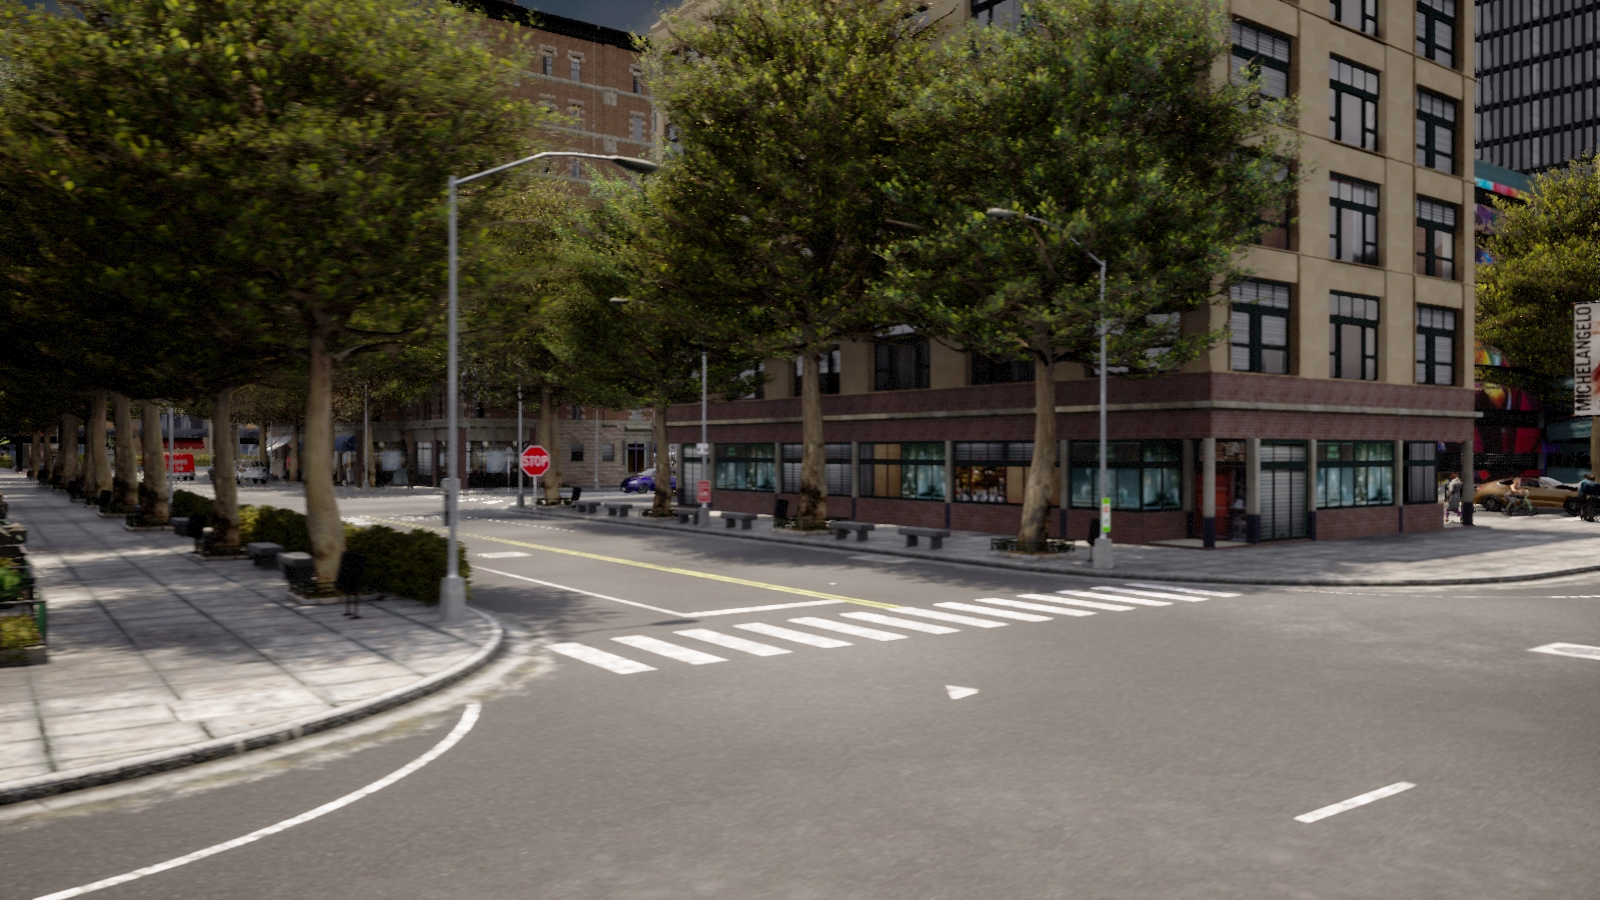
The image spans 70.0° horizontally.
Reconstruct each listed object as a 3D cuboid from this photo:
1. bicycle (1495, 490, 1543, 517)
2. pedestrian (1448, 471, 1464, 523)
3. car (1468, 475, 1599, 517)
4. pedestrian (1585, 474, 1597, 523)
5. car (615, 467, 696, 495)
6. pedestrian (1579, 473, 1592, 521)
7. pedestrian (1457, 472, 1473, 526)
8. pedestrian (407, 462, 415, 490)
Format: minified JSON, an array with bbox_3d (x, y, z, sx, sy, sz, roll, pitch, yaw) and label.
[{"bbox_3d":[30.365,2.257,48.263,0.859,1.080,1.487,0,0,-34],"label":"bicycle"},{"bbox_3d":[23.620,1.697,41.119,0.375,1.860,0.375,0,0,-34],"label":"pedestrian"},{"bbox_3d":[32.883,1.992,50.856,2.152,1.651,5.027,0,0,-36],"label":"car"},{"bbox_3d":[30.353,1.848,43.822,0.375,1.860,0.375,0,0,36],"label":"pedestrian"},{"bbox_3d":[-9.281,1.969,73.440,4.611,1.667,2.242,0,0,-36],"label":"car"},{"bbox_3d":[31.038,1.849,45.155,0.375,1.860,0.375,0,0,-44],"label":"pedestrian"},{"bbox_3d":[23.208,1.697,39.888,0.375,1.860,0.375,0,0,-36],"label":"pedestrian"},{"bbox_3d":[-25.474,1.698,74.802,0.375,1.860,0.375,0,0,-35],"label":"pedestrian"}]
